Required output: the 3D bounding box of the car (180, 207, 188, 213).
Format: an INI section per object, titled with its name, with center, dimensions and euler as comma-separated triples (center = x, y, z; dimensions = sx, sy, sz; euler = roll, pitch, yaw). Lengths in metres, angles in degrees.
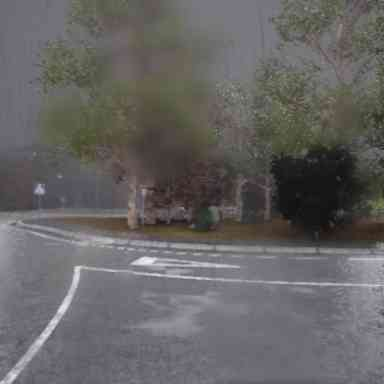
[car]
center = -1.353, 4.956, 93.417
dimensions = 2.435, 2.045, 5.566
euler = 0, -2, 23
